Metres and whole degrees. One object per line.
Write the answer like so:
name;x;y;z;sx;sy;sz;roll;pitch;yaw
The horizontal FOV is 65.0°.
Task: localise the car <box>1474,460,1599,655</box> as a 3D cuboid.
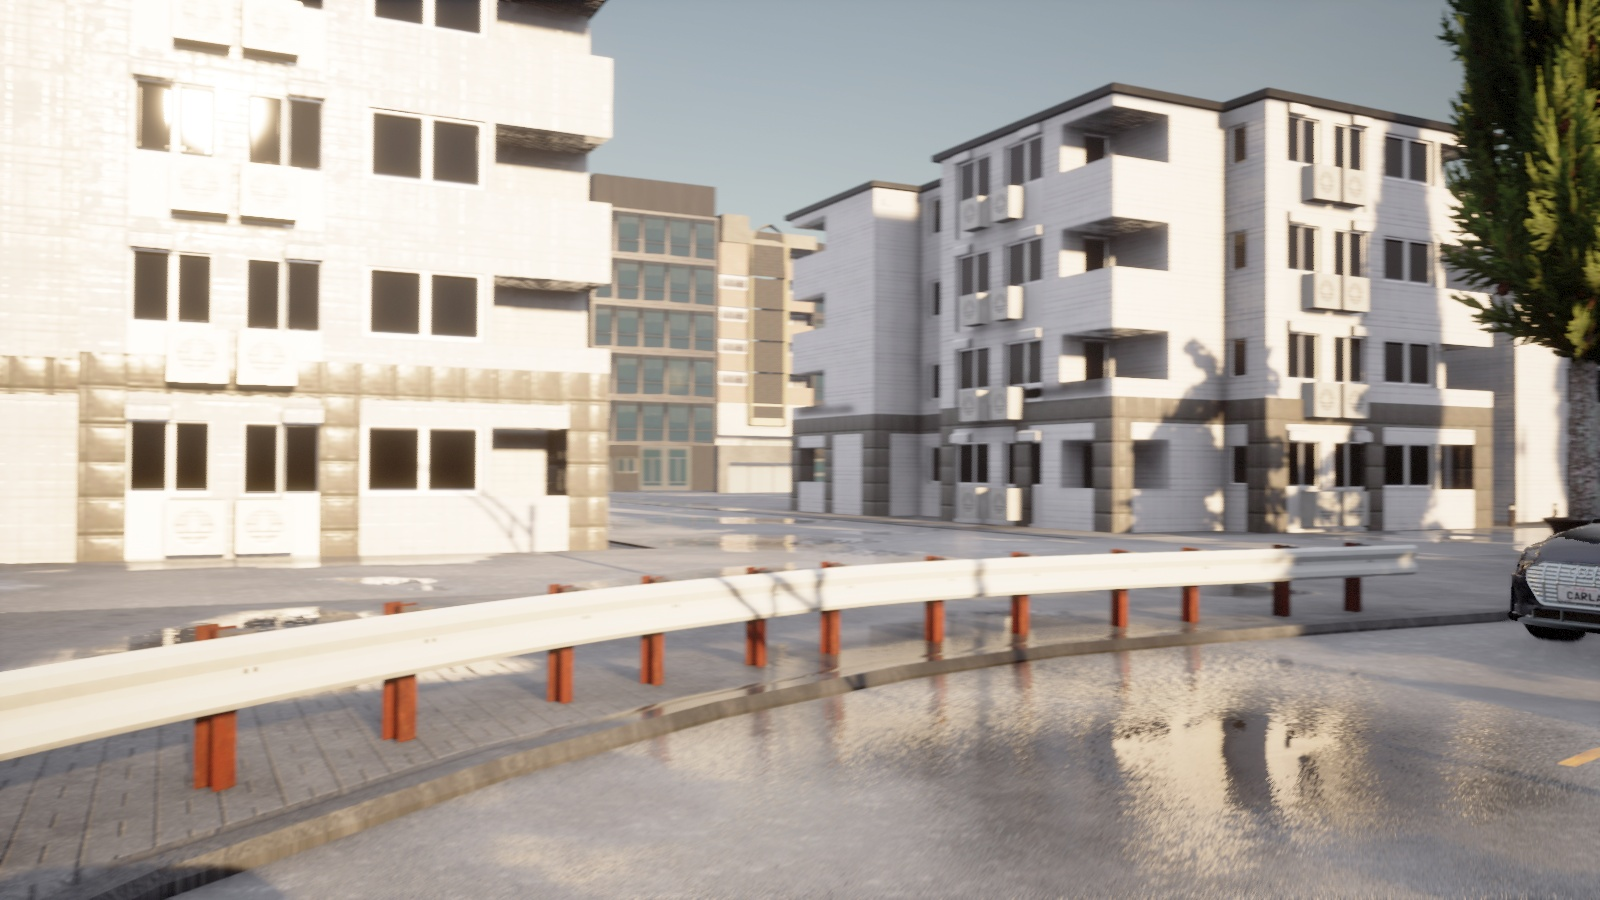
car;8.890;0.930;11.842;4.856;1.649;2.033;0;-1;-27
